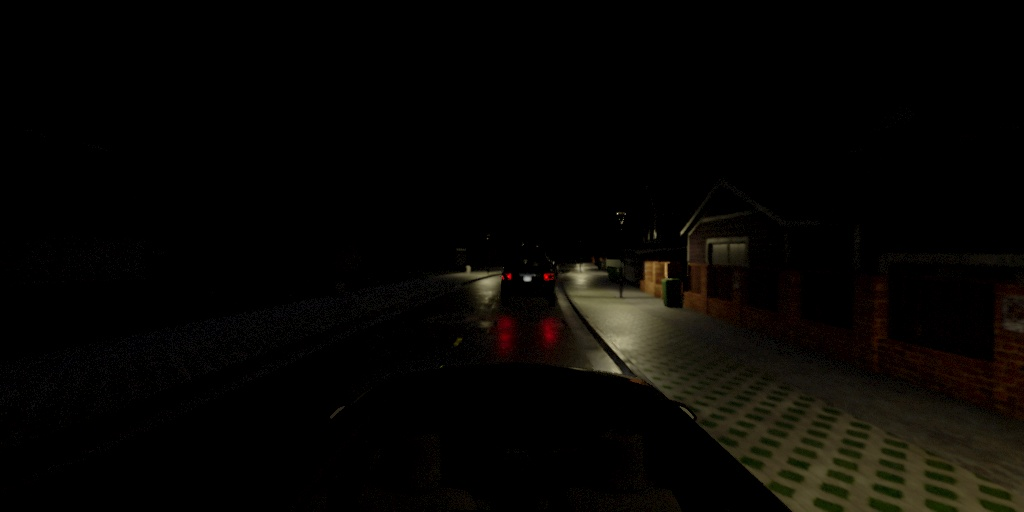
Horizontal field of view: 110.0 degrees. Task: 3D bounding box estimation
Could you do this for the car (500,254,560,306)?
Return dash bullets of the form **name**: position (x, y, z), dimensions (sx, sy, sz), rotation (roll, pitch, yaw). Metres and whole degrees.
- **car**: position (0.781, 0.924, 15.784), dimensions (2.150, 2.045, 5.566), rotation (0, 0, 5)
